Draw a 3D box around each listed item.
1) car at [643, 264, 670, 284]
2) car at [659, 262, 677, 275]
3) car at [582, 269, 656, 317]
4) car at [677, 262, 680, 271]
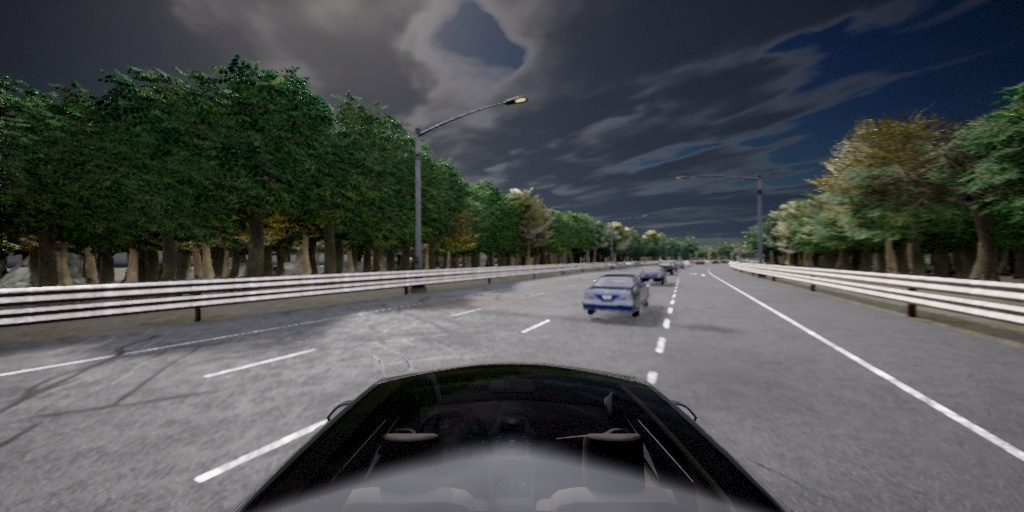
[{"bbox_3d":[11.525,1.571,29.228,1.895,1.301,4.718,-1,-1,26],"label":"car"},{"bbox_3d":[20.031,1.579,46.789,1.882,1.535,5.008,-1,-1,27],"label":"car"},{"bbox_3d":[4.163,1.402,13.872,2.033,1.411,5.357,-1,-1,26],"label":"car"},{"bbox_3d":[24.733,1.704,55.953,1.812,1.442,4.674,-1,-1,28],"label":"car"}]
